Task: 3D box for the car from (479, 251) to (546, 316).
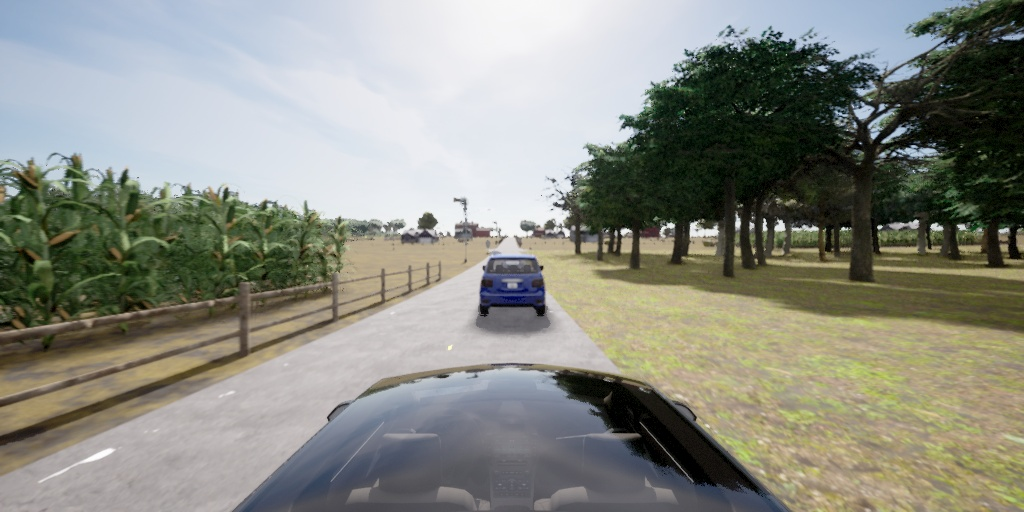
[{"bbox_3d":[0.035,0.935,13.382,2.150,2.045,5.566,0,1,0],"label":"car"}]
